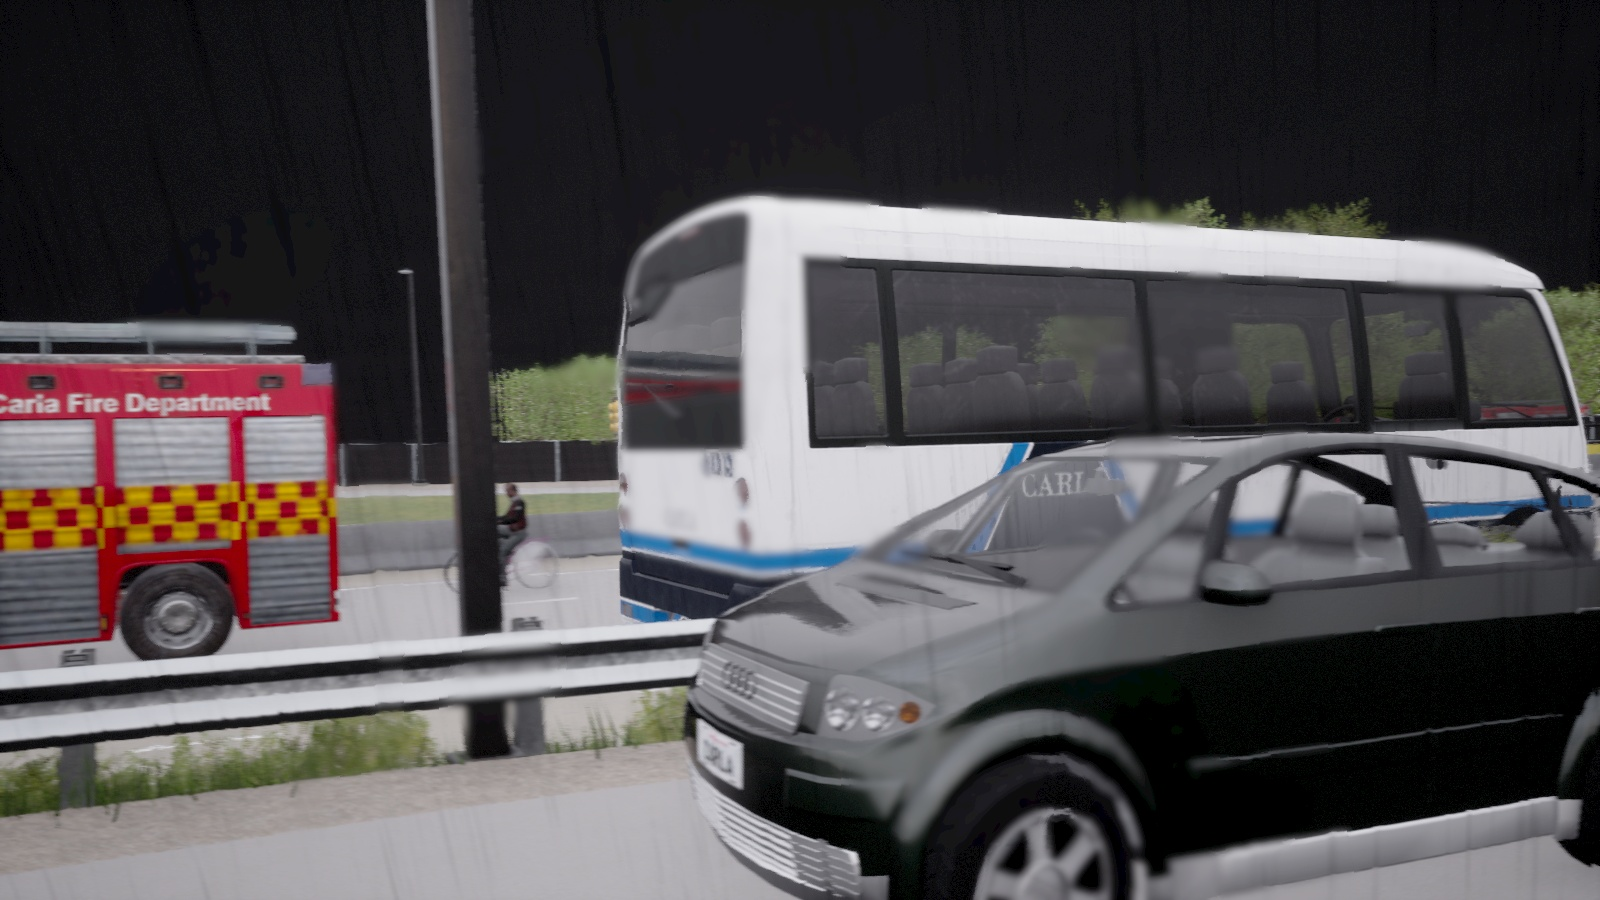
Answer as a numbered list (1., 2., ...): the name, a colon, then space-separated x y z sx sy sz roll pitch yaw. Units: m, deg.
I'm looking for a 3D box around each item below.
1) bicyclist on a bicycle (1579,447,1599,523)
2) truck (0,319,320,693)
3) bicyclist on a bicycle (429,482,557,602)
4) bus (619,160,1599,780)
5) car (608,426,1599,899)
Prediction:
1. bicyclist on a bicycle: 17.956 0.742 27.626 1.656 1.620 0.582 -2 1 -27
2. truck: -9.938 0.618 13.620 8.468 3.827 2.891 -2 1 -27
3. bicyclist on a bicycle: -4.897 1.435 20.064 1.843 1.776 0.659 -2 1 -27
4. bus: 3.786 -0.006 12.682 10.273 4.253 3.944 -2 1 -27
5. car: 1.370 0.710 4.467 3.705 1.549 1.789 0 0 -24
